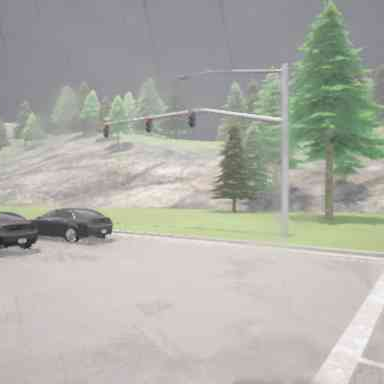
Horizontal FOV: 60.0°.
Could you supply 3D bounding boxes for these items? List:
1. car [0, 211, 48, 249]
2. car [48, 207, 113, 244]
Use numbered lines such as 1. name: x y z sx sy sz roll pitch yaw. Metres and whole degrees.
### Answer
1. car: -8.127 1.492 13.024 4.892 1.490 1.837 0 0 30
2. car: -5.952 1.486 15.801 4.892 1.490 1.837 0 0 30
